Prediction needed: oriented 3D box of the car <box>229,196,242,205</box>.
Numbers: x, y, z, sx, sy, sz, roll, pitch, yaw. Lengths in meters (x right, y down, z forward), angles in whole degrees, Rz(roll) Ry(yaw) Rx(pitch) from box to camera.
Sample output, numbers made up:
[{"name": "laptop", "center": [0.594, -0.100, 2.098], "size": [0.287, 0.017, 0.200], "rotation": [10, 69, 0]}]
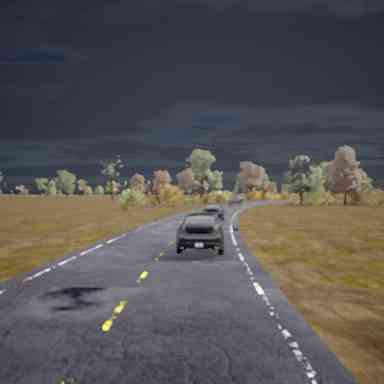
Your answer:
[{"name": "car", "center": [9.356, 1.779, 71.098], "size": [2.150, 2.045, 5.566], "rotation": [0, 0, 19]}]

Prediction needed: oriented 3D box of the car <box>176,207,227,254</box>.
[{"name": "car", "center": [0.419, 1.635, 14.187], "size": [1.837, 1.490, 4.892], "rotation": [0, 0, 4]}]

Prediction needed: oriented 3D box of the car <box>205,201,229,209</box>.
[{"name": "car", "center": [1.939, 1.750, 28.995], "size": [1.837, 1.490, 4.892], "rotation": [0, 0, 8]}]
